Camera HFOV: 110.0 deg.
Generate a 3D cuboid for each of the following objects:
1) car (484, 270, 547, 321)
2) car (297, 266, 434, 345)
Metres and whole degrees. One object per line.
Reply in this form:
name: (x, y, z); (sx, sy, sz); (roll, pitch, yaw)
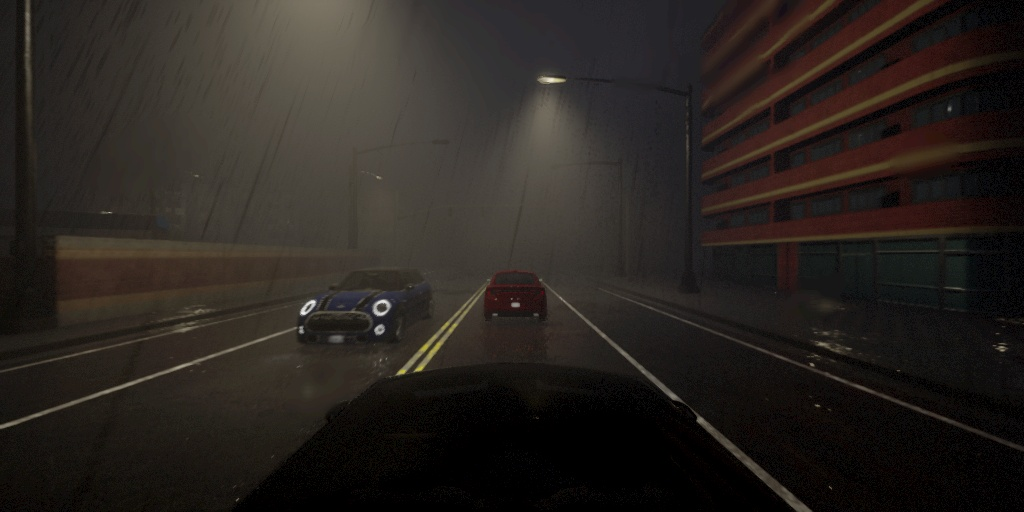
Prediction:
car: (0.101, 1.212, 12.480); (1.882, 1.535, 5.008); (0, 0, 0)
car: (-3.545, 1.090, 9.524); (2.097, 1.767, 4.553); (0, 0, 0)
